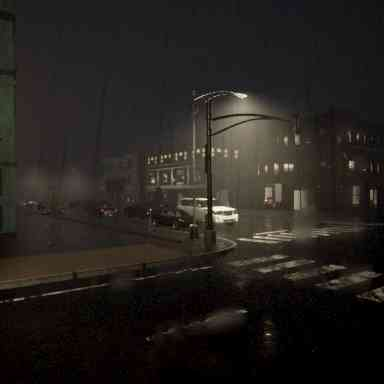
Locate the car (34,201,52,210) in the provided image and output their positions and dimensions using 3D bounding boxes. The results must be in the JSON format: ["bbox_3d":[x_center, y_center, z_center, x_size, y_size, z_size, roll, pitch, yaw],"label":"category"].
[{"bbox_3d":[-25.231,2.232,56.950,1.752,1.417,4.829,-1,0,-36],"label":"car"}]

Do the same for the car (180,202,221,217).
[{"bbox_3d":[0.801,1.809,34.947,2.008,1.369,4.403,-2,0,-36],"label":"car"}]

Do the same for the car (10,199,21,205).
[{"bbox_3d":[-44.644,2.597,84.104,1.887,1.381,4.507,-1,0,-36],"label":"car"}]

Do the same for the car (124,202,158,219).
[{"bbox_3d":[-4.995,1.886,33.112,2.033,1.411,5.357,-1,0,-36],"label":"car"}]

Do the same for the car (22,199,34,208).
[{"bbox_3d":[-31.768,2.375,66.094,2.008,1.369,4.403,-1,0,-36],"label":"car"}]

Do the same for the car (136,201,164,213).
[{"bbox_3d":[-5.636,1.966,43.952,1.802,1.307,4.206,-2,0,-36],"label":"car"}]

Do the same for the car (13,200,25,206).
[{"bbox_3d":[-41.425,2.547,79.603,2.008,1.369,4.403,-1,0,-36],"label":"car"}]

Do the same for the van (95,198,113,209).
[{"bbox_3d":[-15.299,1.906,57.460,1.690,1.788,3.998,-1,0,-36],"label":"van"}]

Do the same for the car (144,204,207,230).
[{"bbox_3d":[-1.262,1.814,23.215,1.947,1.339,4.313,-2,0,-36],"label":"car"}]

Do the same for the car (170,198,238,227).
[{"bbox_3d":[0.956,1.442,24.784,2.150,2.045,5.566,-1,0,-35],"label":"car"}]

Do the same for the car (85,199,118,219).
[{"bbox_3d":[-9.237,1.846,34.574,1.967,1.590,4.097,-1,0,-36],"label":"car"}]

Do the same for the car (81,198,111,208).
[{"bbox_3d":[-12.594,1.963,43.778,1.882,1.535,5.008,-1,0,-35],"label":"car"}]

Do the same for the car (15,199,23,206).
[{"bbox_3d":[-38.208,2.379,75.099,1.967,1.590,4.097,-1,0,-36],"label":"car"}]

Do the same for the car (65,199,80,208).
[{"bbox_3d":[-21.454,2.229,61.637,1.994,1.385,4.181,-1,0,-36],"label":"car"}]

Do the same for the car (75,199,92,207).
[{"bbox_3d":[-21.733,2.227,66.466,1.887,1.381,4.507,-1,0,-36],"label":"car"}]
